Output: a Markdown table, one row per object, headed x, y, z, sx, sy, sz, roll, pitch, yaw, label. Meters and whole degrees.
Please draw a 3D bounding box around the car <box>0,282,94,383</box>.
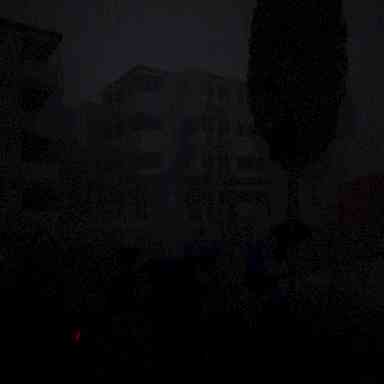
| x | y | z | sx | sy | sz | roll | pitch | yaw | label |
| --- | --- | --- | --- | --- | --- | --- | --- | --- | --- |
| -3.210 | 1.505 | 2.314 | 4.892 | 1.490 | 1.837 | 0 | 0 | -35 | car |
